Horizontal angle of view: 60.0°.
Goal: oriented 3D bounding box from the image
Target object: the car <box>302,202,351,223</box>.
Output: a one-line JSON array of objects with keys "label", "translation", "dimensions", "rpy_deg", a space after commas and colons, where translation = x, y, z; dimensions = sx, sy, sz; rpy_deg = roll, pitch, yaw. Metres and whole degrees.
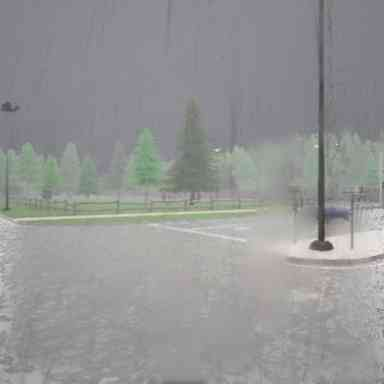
[{"label": "car", "translation": [10.418, 1.520, 25.525], "dimensions": [4.674, 1.442, 1.812], "rpy_deg": [0, 0, -36]}]
